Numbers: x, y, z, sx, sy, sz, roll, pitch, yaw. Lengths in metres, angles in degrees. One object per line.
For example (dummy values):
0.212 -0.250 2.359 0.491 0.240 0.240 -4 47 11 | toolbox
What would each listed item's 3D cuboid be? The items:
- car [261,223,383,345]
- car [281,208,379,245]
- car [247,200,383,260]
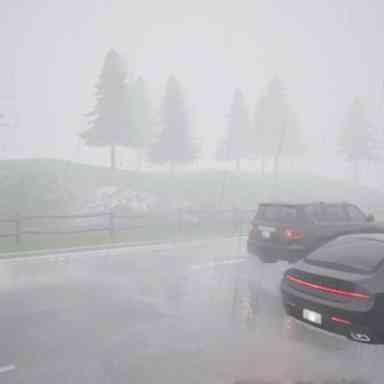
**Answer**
3.734 1.541 6.182 4.892 1.490 1.837 0 0 -34 | car
7.162 1.631 17.016 5.357 1.411 2.033 0 0 -34 | car
4.283 1.275 10.801 5.566 2.045 2.150 0 0 -34 | car
